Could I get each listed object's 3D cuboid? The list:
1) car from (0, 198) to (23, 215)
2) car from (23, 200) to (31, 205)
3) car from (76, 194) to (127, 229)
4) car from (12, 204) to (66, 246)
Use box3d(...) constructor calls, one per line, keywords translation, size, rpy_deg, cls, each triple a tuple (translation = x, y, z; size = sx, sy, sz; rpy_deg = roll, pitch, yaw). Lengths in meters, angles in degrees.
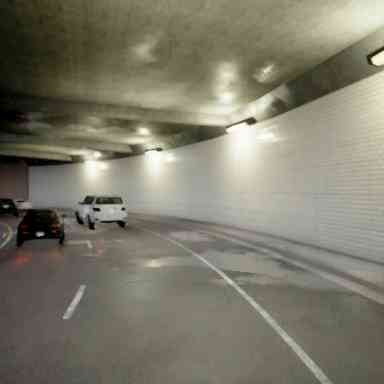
box3d(translation=(-17.399, 1.295, 29.823), size=(4.553, 1.767, 2.097), rpy_deg=(0, 0, 43), cls="car")
box3d(translation=(-18.869, 1.452, 35.423), size=(4.674, 1.442, 1.812), rpy_deg=(0, 0, 35), cls="car")
box3d(translation=(-5.906, 1.157, 21.339), size=(2.150, 2.045, 5.566), rpy_deg=(0, 0, -29), cls="car")
box3d(translation=(-6.853, 1.489, 15.280), size=(1.812, 1.442, 4.674), rpy_deg=(0, 0, -22), cls="car")
